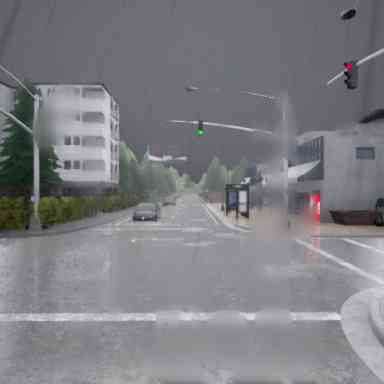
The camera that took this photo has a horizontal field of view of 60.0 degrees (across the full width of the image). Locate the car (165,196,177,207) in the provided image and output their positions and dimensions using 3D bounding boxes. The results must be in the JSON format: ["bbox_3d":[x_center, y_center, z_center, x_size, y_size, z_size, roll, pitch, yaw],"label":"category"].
[{"bbox_3d":[-3.405,1.434,51.059,1.837,1.490,4.892,0,2,0],"label":"car"}]

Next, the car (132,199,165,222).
[{"bbox_3d":[-3.452,1.550,25.976,1.837,1.490,4.892,0,2,0],"label":"car"}]
